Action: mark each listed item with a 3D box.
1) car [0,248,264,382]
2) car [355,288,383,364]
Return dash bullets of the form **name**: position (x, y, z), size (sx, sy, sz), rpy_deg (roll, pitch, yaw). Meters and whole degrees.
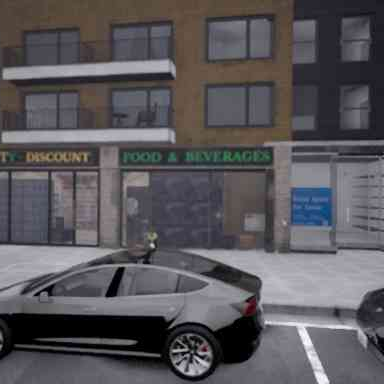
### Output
- **car**: position (-1.107, 1.564, 4.946), size (4.313, 1.339, 1.947), rpy_deg (0, 1, 9)
- **car**: position (4.408, 1.566, 4.066), size (4.313, 1.339, 1.947), rpy_deg (0, 1, 9)
